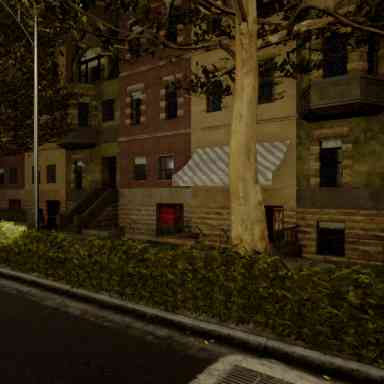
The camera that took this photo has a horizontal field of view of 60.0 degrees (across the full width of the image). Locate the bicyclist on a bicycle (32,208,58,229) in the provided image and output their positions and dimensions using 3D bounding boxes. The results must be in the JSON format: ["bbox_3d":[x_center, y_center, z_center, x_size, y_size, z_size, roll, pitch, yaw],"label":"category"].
[{"bbox_3d":[-4.730,1.339,10.517,0.582,1.620,1.656,0,-4,34],"label":"bicyclist on a bicycle"}]
